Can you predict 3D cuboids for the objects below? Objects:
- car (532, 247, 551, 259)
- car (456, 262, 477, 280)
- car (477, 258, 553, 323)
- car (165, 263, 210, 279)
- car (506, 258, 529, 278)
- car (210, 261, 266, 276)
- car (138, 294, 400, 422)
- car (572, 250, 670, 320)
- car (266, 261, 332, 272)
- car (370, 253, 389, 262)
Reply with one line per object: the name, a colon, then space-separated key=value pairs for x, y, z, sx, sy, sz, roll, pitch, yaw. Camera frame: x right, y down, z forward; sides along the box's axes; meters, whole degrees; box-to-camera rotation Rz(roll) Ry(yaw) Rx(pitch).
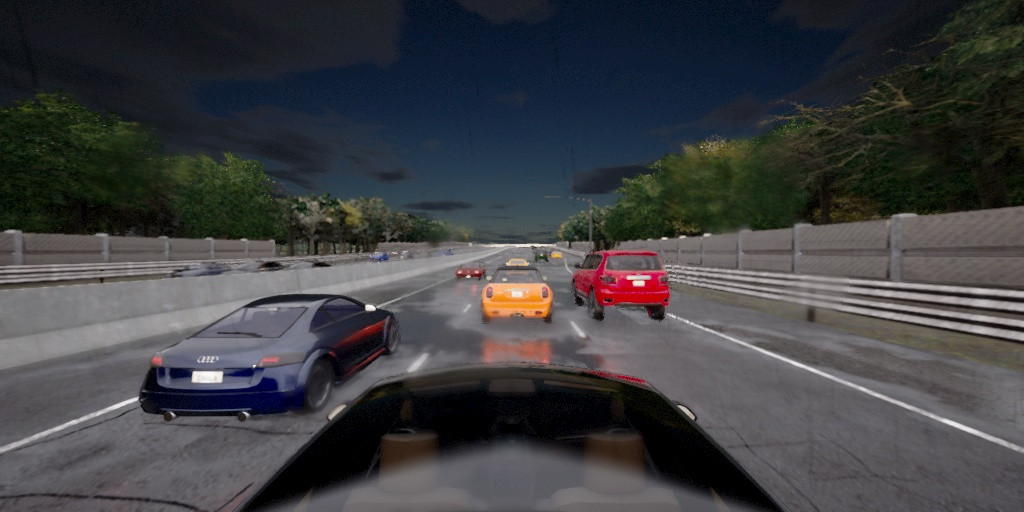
car: x=5.095 y=-0.133 z=62.817 sx=2.150 sy=2.045 sz=5.566 roll=0 pitch=2 yaw=3
car: x=-3.087 y=1.150 z=28.055 sx=1.895 sy=1.301 sz=4.718 roll=0 pitch=1 yaw=1
car: x=0.163 y=1.083 z=12.186 sx=2.097 sy=1.767 sz=4.553 roll=0 pitch=0 yaw=0
car: x=-20.861 y=1.172 z=24.341 sx=1.994 sy=1.385 sz=4.181 roll=0 pitch=1 yaw=1
car: x=0.491 y=0.969 z=31.087 sx=1.882 sy=1.535 sz=5.008 roll=0 pitch=1 yaw=1
car: x=-17.360 y=1.113 z=24.377 sx=1.837 sy=1.490 sz=4.892 roll=0 pitch=1 yaw=1
car: x=-3.378 y=1.312 z=5.991 sx=1.994 sy=1.385 sz=4.181 roll=0 pitch=0 yaw=0
car: x=3.545 y=0.832 z=12.666 sx=2.150 sy=2.045 sz=5.566 roll=0 pitch=0 yaw=0
car: x=-13.863 y=1.115 z=24.244 sx=1.837 sy=1.490 sz=4.892 roll=0 pitch=1 yaw=1
car: x=-22.402 y=0.224 z=60.864 sx=1.882 sy=1.535 sz=5.008 roll=0 pitch=2 yaw=0
